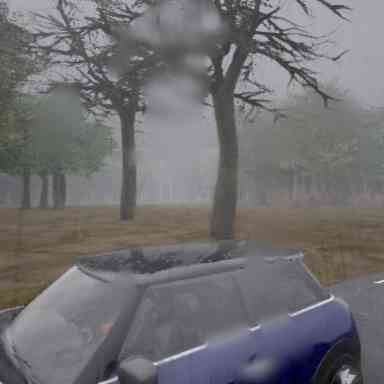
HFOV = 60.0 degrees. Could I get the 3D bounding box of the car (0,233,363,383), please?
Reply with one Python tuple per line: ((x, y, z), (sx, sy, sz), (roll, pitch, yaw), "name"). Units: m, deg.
((-0.521, 1.349, 2.959), (4.553, 1.767, 2.097), (0, 0, -35), "car")
